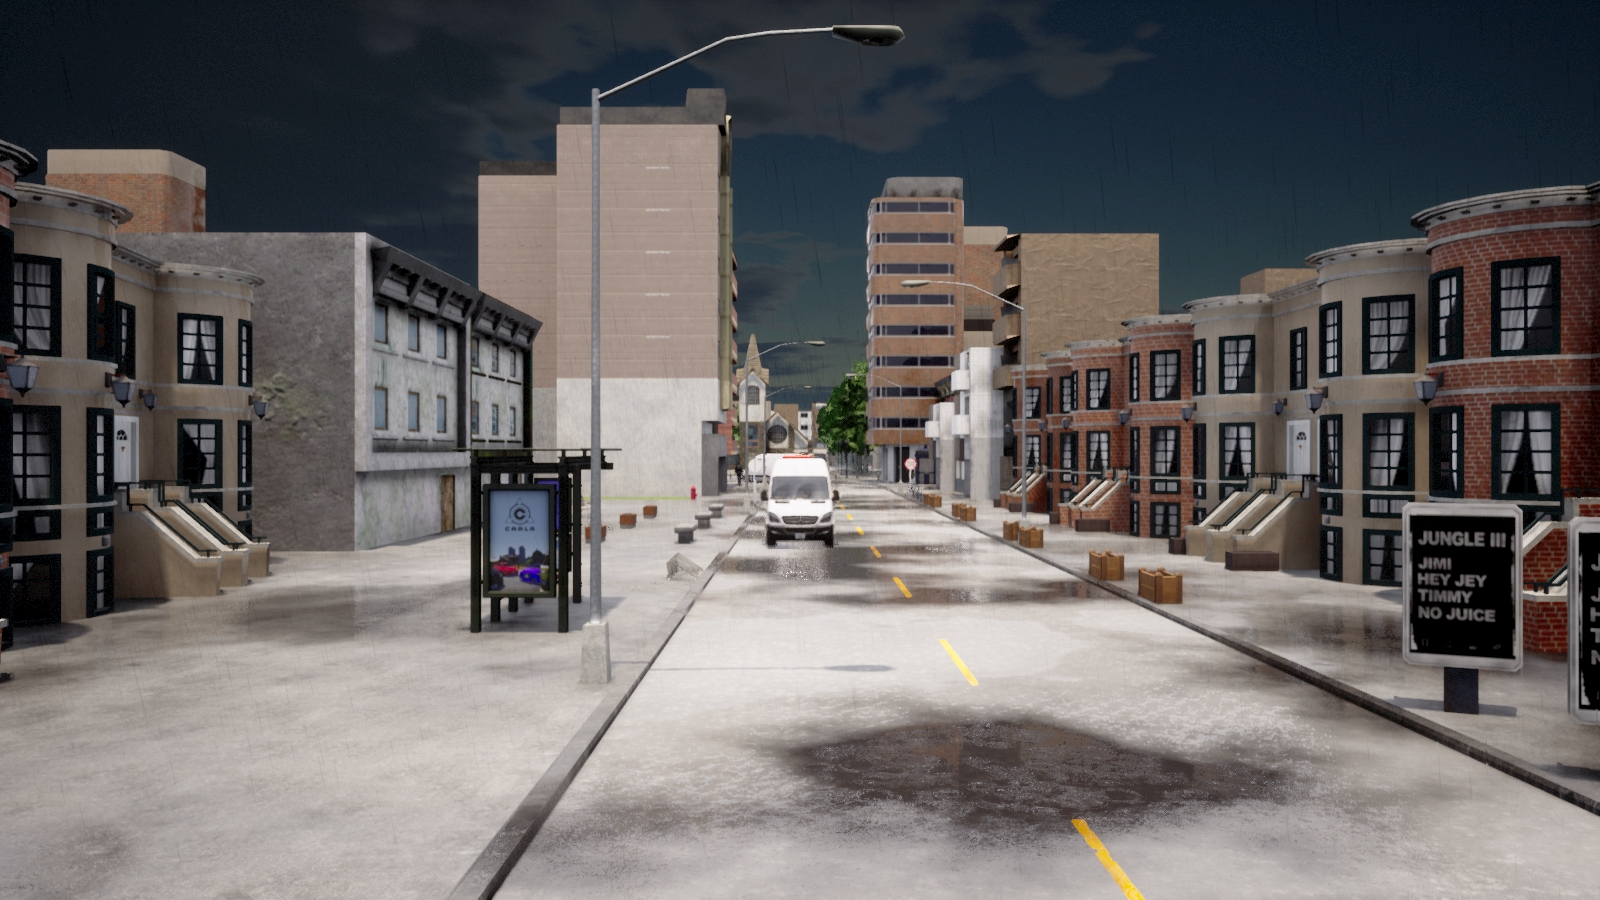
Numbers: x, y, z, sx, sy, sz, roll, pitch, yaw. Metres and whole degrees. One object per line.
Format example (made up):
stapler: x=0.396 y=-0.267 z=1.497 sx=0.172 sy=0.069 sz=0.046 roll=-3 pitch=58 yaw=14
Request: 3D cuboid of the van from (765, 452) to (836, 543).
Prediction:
van: x=0.009 y=1.328 z=35.007 sx=1.988 sy=2.561 sz=5.915 roll=0 pitch=0 yaw=0
